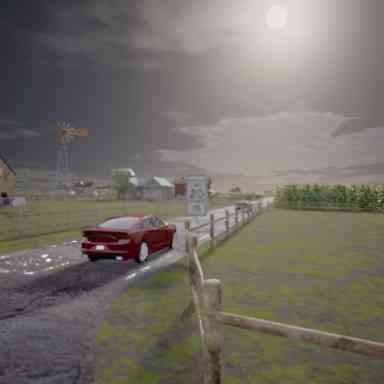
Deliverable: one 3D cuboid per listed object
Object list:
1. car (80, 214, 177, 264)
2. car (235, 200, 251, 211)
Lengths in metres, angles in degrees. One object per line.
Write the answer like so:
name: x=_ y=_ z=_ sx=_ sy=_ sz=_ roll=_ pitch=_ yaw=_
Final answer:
car: x=-2.053 y=1.531 z=12.272 sx=1.882 sy=1.535 sz=5.008 roll=0 pitch=-1 yaw=16
car: x=7.111 y=1.889 z=46.108 sx=1.837 sy=1.490 sz=4.892 roll=0 pitch=0 yaw=15
